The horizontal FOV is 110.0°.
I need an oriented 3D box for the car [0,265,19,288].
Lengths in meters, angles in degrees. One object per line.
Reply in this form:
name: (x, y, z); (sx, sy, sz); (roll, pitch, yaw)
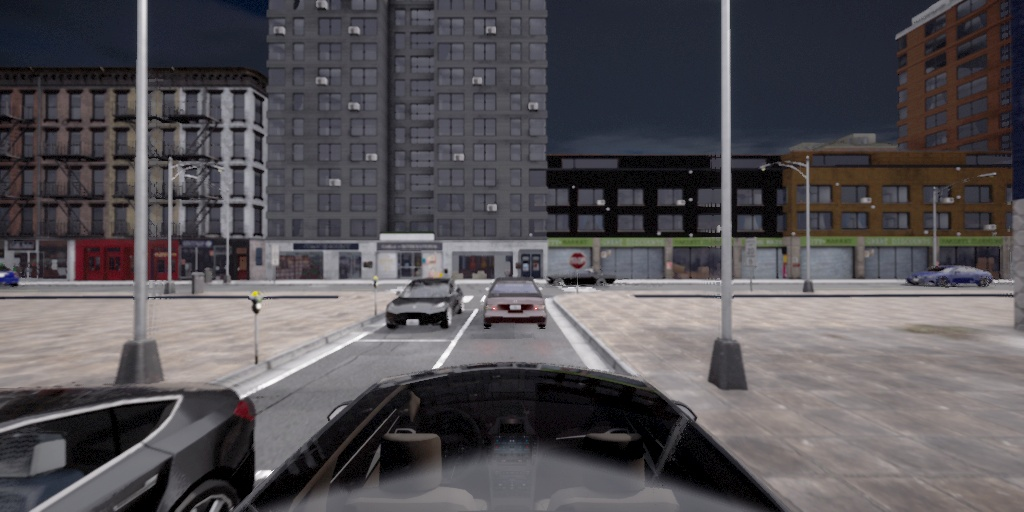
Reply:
car: (-38.072, 1.407, 25.247); (4.553, 1.767, 2.097); (0, 0, 0)

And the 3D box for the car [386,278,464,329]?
car: (-2.640, 1.405, 11.686); (1.948, 1.339, 4.313); (0, 0, 0)

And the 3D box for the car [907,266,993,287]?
car: (30.762, 1.420, 25.229); (4.674, 1.442, 1.812); (0, 0, 0)

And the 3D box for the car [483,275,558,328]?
car: (0.067, 1.388, 11.724); (2.033, 1.411, 5.357); (0, -1, 0)

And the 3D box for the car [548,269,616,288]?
car: (4.723, 1.543, 25.239); (4.718, 1.301, 1.895); (0, 0, 0)

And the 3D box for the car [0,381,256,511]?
car: (-2.637, 1.307, 0.782); (1.948, 1.339, 4.313); (0, 0, 0)
